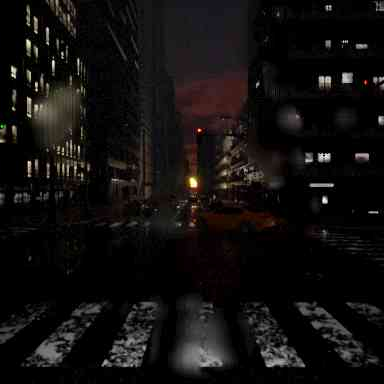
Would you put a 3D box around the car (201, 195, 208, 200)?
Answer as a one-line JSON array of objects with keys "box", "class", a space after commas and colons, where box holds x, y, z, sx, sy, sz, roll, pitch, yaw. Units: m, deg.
[{"box": [2.813, 1.419, 72.551, 1.967, 1.590, 4.097, -1, 0, 0], "class": "car"}]

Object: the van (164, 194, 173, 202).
[{"box": [-5.558, 1.319, 78.221, 1.690, 1.788, 3.998, -1, 0, 0], "class": "van"}]

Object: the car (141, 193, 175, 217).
[{"box": [-3.045, 1.211, 31.115, 2.150, 2.045, 5.566, 0, 0, 0], "class": "car"}]

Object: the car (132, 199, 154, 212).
[{"box": [-5.631, 1.553, 38.639, 1.947, 1.339, 4.313, -1, 0, 0], "class": "car"}]

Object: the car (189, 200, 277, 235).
[{"box": [2.380, 1.467, 19.010, 5.008, 1.535, 1.882, 0, 1, 42], "class": "car"}]

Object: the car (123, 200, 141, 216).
[{"box": [-5.642, 1.515, 32.814, 1.752, 1.417, 4.829, -1, 0, 0], "class": "car"}]

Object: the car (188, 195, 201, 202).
[{"box": [0.193, 1.485, 70.928, 2.128, 1.511, 4.902, 0, 0, 0], "class": "car"}]

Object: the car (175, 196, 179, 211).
[{"box": [-3.017, 1.208, 41.594, 2.150, 2.045, 5.566, 0, 0, 0], "class": "car"}]

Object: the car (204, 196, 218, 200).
[{"box": [2.749, 1.538, 38.623, 2.008, 1.369, 4.403, -1, 0, 0], "class": "car"}]

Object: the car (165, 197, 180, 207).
[{"box": [-2.990, 1.532, 52.138, 2.033, 1.411, 5.357, 0, 0, 0], "class": "car"}]

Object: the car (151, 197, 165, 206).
[{"box": [-5.598, 1.528, 55.602, 1.887, 1.381, 4.507, -1, 0, 0], "class": "car"}]
